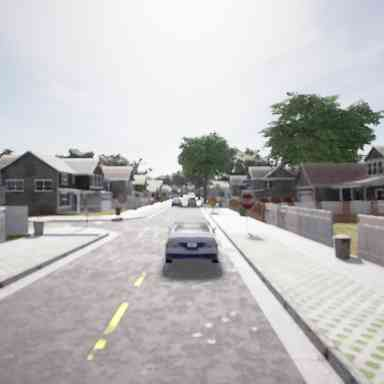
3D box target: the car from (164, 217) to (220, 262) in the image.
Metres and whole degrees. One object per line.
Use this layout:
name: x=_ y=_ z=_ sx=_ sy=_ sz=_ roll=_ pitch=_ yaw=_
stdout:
car: x=0.010 y=1.666 z=12.524 sx=2.033 sy=1.411 sz=5.357 roll=0 pitch=-1 yaw=0

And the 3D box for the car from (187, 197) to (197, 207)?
car: x=0.003 y=2.092 z=64.729 sx=2.033 sy=1.411 sz=5.357 roll=0 pitch=0 yaw=0

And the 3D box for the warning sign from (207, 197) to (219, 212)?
warning sign: x=2.517 y=1.476 z=39.789 sx=1.300 sy=1.860 sz=1.060 roll=0 pitch=0 yaw=0

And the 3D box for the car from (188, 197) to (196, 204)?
car: x=-0.006 y=1.957 z=79.570 sx=1.882 sy=1.535 sz=5.008 roll=0 pitch=0 yaw=0

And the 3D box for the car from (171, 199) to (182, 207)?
car: x=-2.799 y=2.001 z=61.799 sx=1.882 sy=1.535 sz=5.008 roll=0 pitch=0 yaw=1
